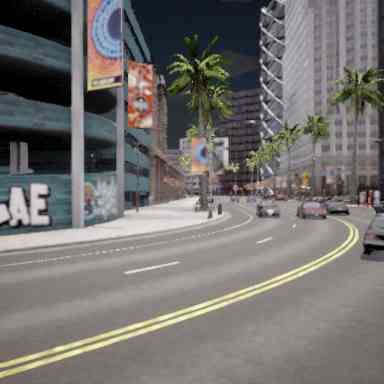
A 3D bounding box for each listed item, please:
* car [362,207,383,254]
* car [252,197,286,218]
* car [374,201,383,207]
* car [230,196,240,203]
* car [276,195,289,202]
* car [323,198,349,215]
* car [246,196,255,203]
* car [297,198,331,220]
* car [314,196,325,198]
[{"bbox_3d":[7.800,1.540,12.816,2.033,1.411,5.357,0,0,34],"label":"car"},{"bbox_3d":[6.937,1.531,30.344,2.128,1.511,4.902,0,0,8],"label":"car"},{"bbox_3d":[17.390,1.487,28.955,1.837,1.490,4.892,0,0,8],"label":"car"},{"bbox_3d":[9.122,1.613,70.731,1.837,1.490,4.892,0,0,2],"label":"car"},{"bbox_3d":[23.437,1.448,87.782,2.185,1.767,4.553,0,0,2],"label":"car"},{"bbox_3d":[14.452,1.574,34.082,1.994,1.385,4.181,0,0,5],"label":"car"},{"bbox_3d":[12.602,1.620,70.170,1.812,1.442,4.674,0,0,2],"label":"car"},{"bbox_3d":[10.149,1.544,28.382,1.812,1.442,4.674,0,0,10],"label":"car"},{"bbox_3d":[22.212,1.510,58.433,2.231,1.521,4.892,0,0,2],"label":"car"}]
